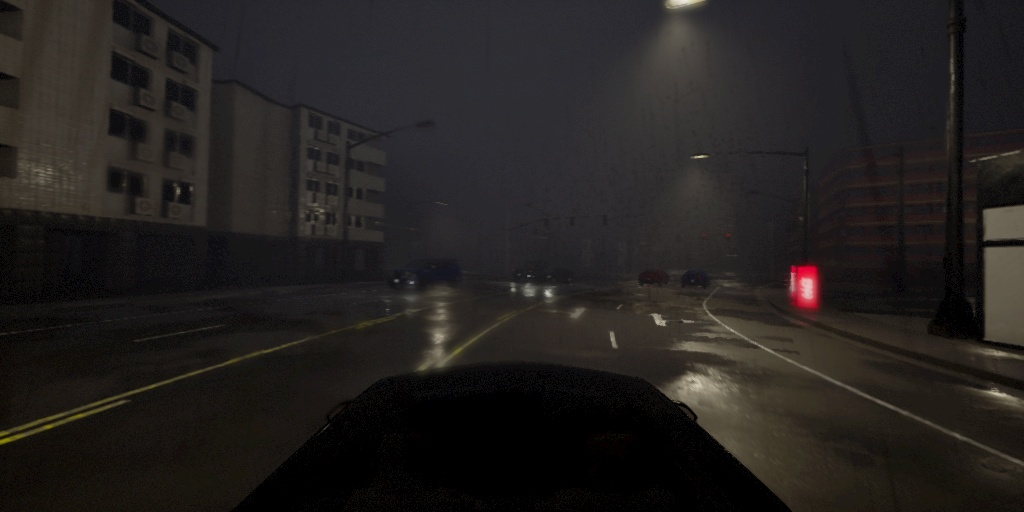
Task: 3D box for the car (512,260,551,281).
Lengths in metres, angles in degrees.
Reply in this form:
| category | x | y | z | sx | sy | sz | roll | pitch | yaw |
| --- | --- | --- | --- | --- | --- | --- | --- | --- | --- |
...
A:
| category | x | y | z | sx | sy | sz | roll | pitch | yaw |
| --- | --- | --- | --- | --- | --- | --- | --- | --- | --- |
| car | 2.158 | 1.457 | 35.749 | 2.150 | 2.045 | 5.566 | 1 | -1 | 32 |

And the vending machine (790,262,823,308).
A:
| category | x | y | z | sx | sy | sz | roll | pitch | yaw |
| --- | --- | --- | --- | --- | --- | --- | --- | --- | --- |
| vending machine | 13.692 | 1.438 | 16.799 | 1.100 | 2.100 | 0.880 | 0 | 0 | 30 |

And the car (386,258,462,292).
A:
| category | x | y | z | sx | sy | sz | roll | pitch | yaw |
| --- | --- | --- | --- | --- | --- | --- | --- | --- | --- |
| car | -5.378 | 1.128 | 22.956 | 2.150 | 2.045 | 5.566 | 1 | -1 | 26 |

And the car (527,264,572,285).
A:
| category | x | y | z | sx | sy | sz | roll | pitch | yaw |
| --- | --- | --- | --- | --- | --- | --- | --- | --- | --- |
| car | 3.631 | 1.689 | 31.604 | 1.882 | 1.535 | 5.008 | 1 | -1 | 33 |

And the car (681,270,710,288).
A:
| category | x | y | z | sx | sy | sz | roll | pitch | yaw |
| --- | --- | --- | --- | --- | --- | --- | --- | --- | --- |
| car | 16.368 | 1.967 | 31.854 | 1.882 | 1.535 | 5.008 | 1 | -1 | 33 |

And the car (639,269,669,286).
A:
| category | x | y | z | sx | sy | sz | roll | pitch | yaw |
| --- | --- | --- | --- | --- | --- | --- | --- | --- | --- |
| car | 13.411 | 1.925 | 33.725 | 1.882 | 1.535 | 5.008 | 1 | -1 | 33 |
